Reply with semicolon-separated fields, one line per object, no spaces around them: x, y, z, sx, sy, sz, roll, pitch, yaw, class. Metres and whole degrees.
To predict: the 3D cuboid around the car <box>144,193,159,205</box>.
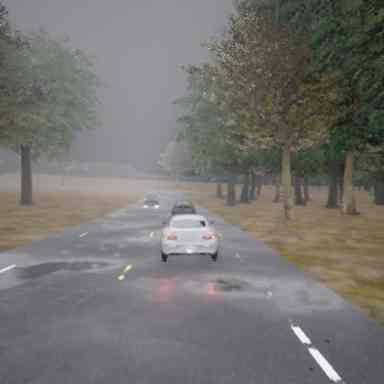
-5.952;1.027;49.332;2.097;1.767;4.553;0;1;-4;car

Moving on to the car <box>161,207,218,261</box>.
-0.124;1.498;12.135;1.812;1.442;4.674;0;0;-2;car

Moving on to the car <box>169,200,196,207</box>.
-0.721;1.378;26.664;1.837;1.490;4.892;0;1;-3;car
